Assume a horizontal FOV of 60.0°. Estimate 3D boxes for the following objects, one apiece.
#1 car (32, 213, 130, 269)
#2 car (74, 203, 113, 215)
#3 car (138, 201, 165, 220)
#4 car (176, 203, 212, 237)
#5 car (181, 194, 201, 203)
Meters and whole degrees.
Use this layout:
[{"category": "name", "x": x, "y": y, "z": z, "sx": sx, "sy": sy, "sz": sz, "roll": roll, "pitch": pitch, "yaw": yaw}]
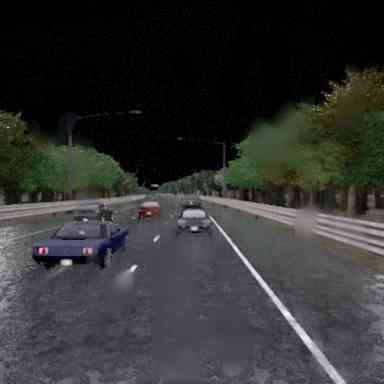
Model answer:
[{"category": "car", "x": -3.393, "y": 1.624, "z": 11.230, "sx": 1.895, "sy": 1.301, "sz": 4.718, "roll": 0, "pitch": 0, "yaw": 0}, {"category": "car", "x": -6.921, "y": 1.555, "z": 23.806, "sx": 1.837, "sy": 1.490, "sz": 4.892, "roll": 0, "pitch": 0, "yaw": 0}, {"category": "car", "x": -3.468, "y": 1.539, "z": 29.089, "sx": 1.882, "sy": 1.535, "sz": 5.008, "roll": 0, "pitch": 0, "yaw": -1}, {"category": "car", "x": 0.104, "y": 1.564, "z": 18.114, "sx": 1.812, "sy": 1.442, "sz": 4.674, "roll": 0, "pitch": 0, "yaw": 0}, {"category": "car", "x": -0.126, "y": 1.306, "z": 38.997, "sx": 2.150, "sy": 2.045, "sz": 5.566, "roll": 0, "pitch": 0, "yaw": -1}]
